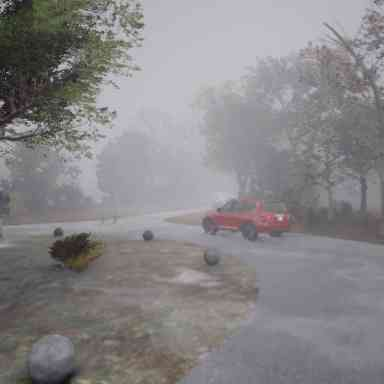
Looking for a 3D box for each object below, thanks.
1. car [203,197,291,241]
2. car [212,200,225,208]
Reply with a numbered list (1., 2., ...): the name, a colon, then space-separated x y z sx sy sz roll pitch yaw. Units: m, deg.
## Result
1. car: 2.862 1.454 18.560 2.150 2.045 5.566 0 -1 -33
2. car: 5.466 2.466 68.758 1.895 1.301 4.718 -2 0 15
